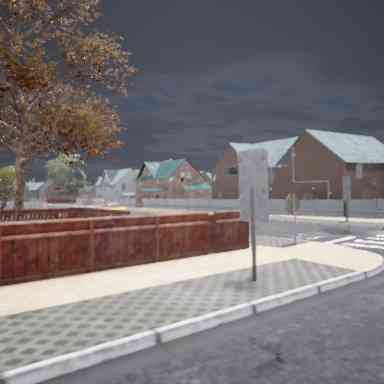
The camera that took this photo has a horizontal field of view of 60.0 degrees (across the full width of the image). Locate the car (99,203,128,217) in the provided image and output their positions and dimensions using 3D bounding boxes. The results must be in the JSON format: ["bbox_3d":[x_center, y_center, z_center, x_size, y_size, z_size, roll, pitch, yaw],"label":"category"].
[{"bbox_3d":[-8.786,1.968,37.254,1.882,1.535,5.008,-3,1,-36],"label":"car"}]
